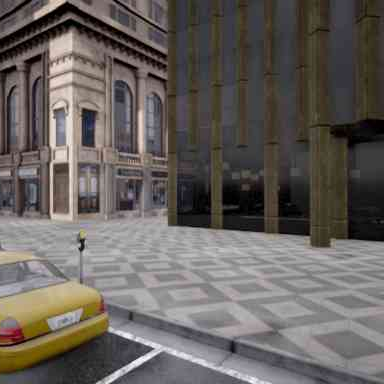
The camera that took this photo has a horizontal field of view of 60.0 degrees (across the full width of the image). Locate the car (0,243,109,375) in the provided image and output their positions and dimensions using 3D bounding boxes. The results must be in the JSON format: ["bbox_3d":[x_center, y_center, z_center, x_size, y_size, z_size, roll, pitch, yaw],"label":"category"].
[{"bbox_3d":[-3.428,1.524,5.401,4.829,1.417,1.752,0,0,35],"label":"car"}]
